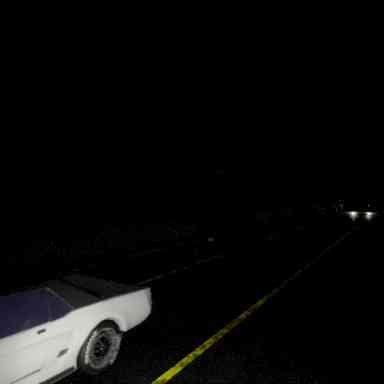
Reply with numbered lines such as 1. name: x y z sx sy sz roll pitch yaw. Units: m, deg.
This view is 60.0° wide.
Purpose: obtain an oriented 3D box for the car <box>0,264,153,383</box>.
1. car: -2.577 1.601 3.459 1.895 1.301 4.718 0 0 32

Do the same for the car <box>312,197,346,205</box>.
1. car: 24.962 1.558 60.561 2.033 1.411 5.357 0 0 -45

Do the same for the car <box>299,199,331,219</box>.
1. car: 10.740 1.582 29.450 1.802 1.307 4.206 0 0 32

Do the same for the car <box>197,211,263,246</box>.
1. car: 1.917 1.566 15.417 1.947 1.339 4.313 0 0 32

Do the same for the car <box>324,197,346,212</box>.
1. car: 16.622 1.441 38.804 1.967 1.590 4.097 0 0 32

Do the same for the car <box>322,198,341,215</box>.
1. car: 13.681 1.566 34.127 1.947 1.339 4.313 0 0 32

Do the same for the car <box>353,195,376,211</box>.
1. car: 20.901 1.521 40.599 1.882 1.535 5.008 0 0 32
